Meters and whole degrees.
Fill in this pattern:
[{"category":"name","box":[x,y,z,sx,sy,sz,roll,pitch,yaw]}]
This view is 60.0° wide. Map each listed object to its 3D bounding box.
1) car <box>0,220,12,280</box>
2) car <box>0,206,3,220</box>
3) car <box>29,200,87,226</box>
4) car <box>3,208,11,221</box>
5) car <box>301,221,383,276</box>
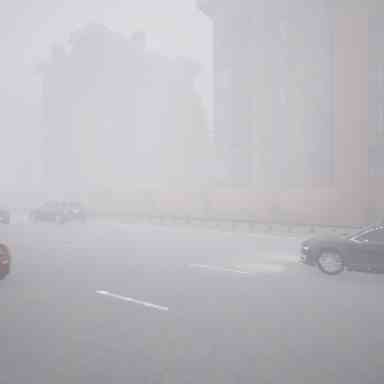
[{"category":"car","box":[-6.448,1.526,8.591,4.674,1.442,1.812,0,0,36]},{"category":"car","box":[-11.678,1.526,16.620,4.674,1.442,1.812,0,0,35]},{"category":"car","box":[-9.590,1.354,23.738,4.553,1.767,2.097,0,0,34]},{"category":"car","box":[-14.179,1.526,22.706,4.674,1.442,1.812,0,0,36]},{"category":"car","box":[5.402,1.504,8.736,4.892,1.490,1.837,0,0,35]}]
